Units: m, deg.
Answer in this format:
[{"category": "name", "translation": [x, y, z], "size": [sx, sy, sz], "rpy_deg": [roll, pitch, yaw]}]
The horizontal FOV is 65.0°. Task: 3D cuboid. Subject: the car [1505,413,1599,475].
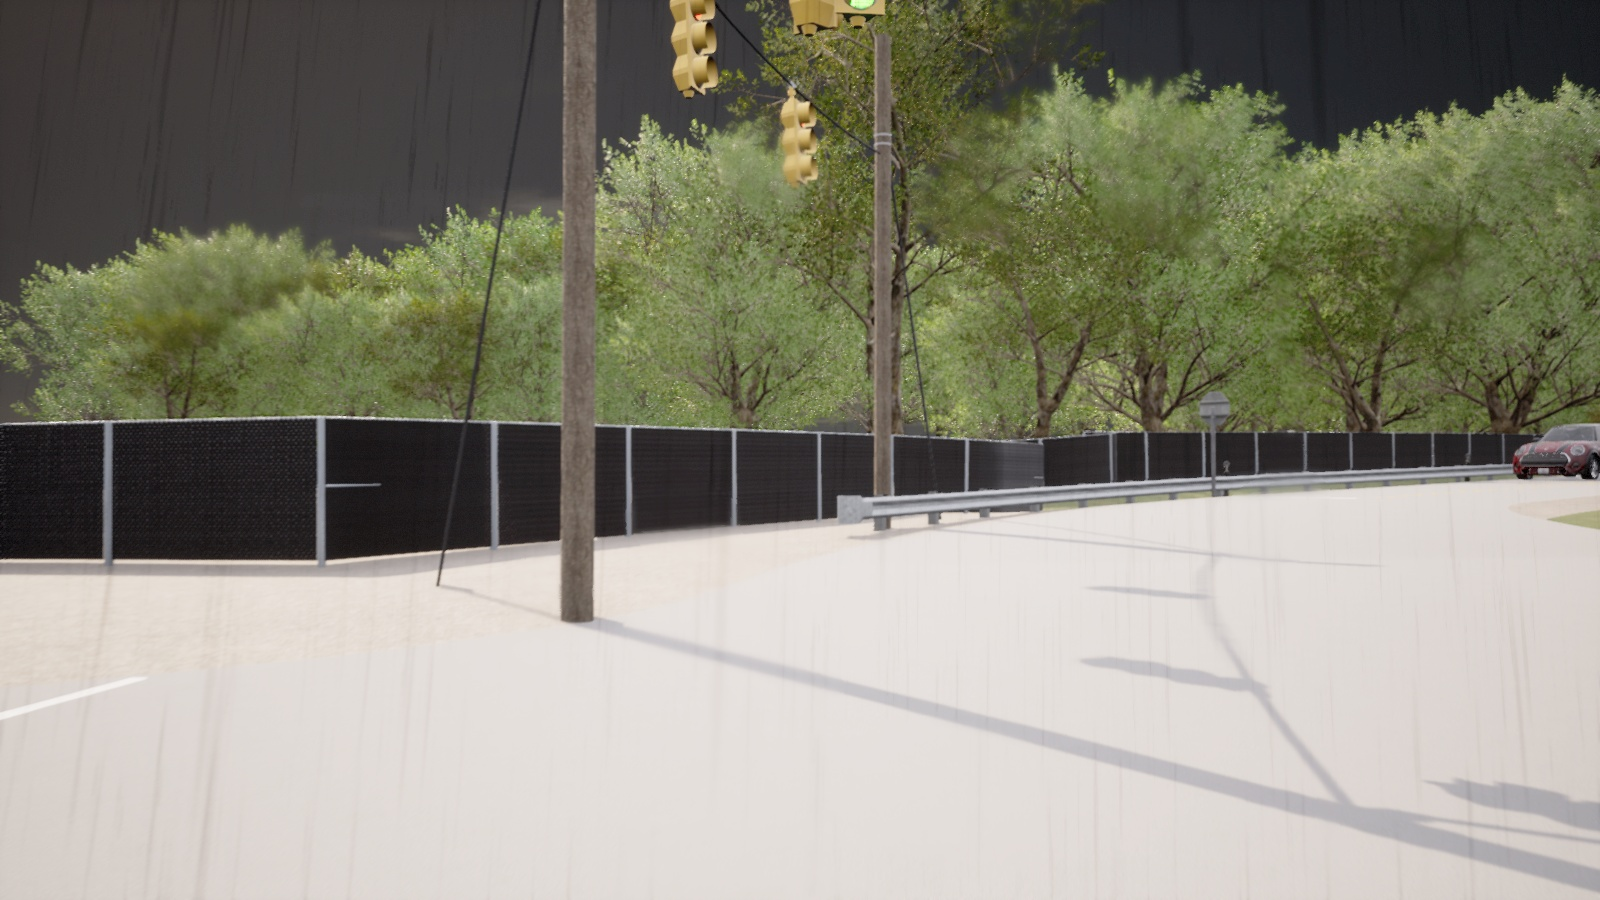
[{"category": "car", "translation": [23.738, -0.206, 38.347], "size": [4.553, 1.767, 2.097], "rpy_deg": [-1, 0, -36]}]
